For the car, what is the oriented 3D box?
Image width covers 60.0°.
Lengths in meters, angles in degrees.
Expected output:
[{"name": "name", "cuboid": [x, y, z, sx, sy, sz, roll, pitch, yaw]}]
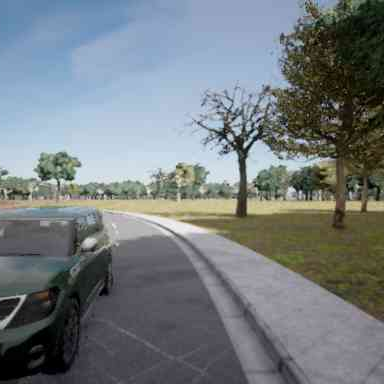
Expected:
[{"name": "car", "cuboid": [-2.798, 1.304, 5.992, 2.150, 2.045, 5.566, 0, -1, -5]}]
